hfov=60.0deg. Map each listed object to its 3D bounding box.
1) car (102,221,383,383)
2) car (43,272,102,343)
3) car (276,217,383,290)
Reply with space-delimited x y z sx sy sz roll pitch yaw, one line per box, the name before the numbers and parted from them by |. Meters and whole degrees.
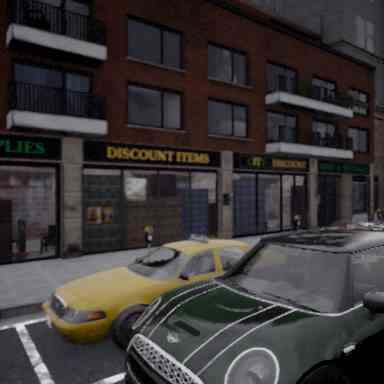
car | 1.498 1.328 4.138 4.553 1.767 2.097 0 0 -35
car | -0.076 1.502 6.133 4.829 1.417 1.752 0 0 -35
car | 4.502 1.522 9.399 4.206 1.307 1.802 0 0 -35
